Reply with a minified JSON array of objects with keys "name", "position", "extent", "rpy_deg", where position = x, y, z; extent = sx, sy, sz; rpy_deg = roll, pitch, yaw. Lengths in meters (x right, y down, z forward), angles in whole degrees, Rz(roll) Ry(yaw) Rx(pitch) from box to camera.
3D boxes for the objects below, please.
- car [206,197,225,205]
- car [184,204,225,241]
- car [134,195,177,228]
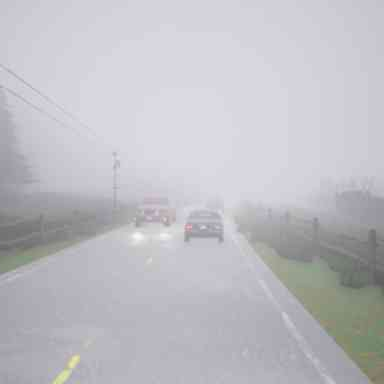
[{"name":"car","position":[2.787,1.377,39.565],"extent":[2.097,1.767,4.553],"rpy_deg":[0,0,7]},{"name":"car","position":[0.630,1.557,16.661],"extent":[2.033,1.411,5.357],"rpy_deg":[0,0,3]},{"name":"car","position":[-2.359,1.233,22.882],"extent":[2.150,2.045,5.566],"rpy_deg":[0,0,5]}]
